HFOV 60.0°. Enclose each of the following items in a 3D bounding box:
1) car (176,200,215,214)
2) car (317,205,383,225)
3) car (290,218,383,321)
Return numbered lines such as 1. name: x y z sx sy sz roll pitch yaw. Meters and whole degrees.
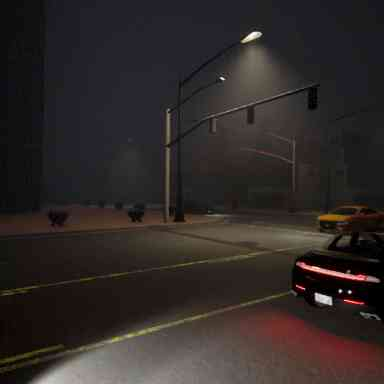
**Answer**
1. car: 0.243 1.624 36.043 2.033 1.411 5.357 1 -1 -35
2. car: 9.245 1.555 19.228 5.008 1.535 1.882 1 0 -36
3. car: 4.080 1.503 6.715 4.902 1.511 2.128 0 0 -35
